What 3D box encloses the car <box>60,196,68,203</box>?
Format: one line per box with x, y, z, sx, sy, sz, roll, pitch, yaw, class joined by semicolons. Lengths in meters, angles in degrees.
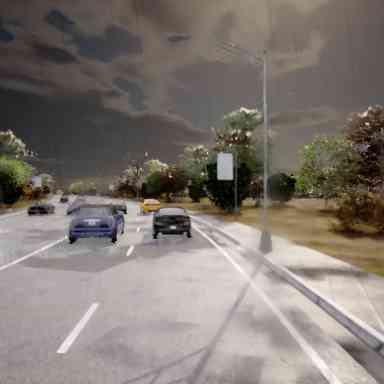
-27.994;1.630;72.888;1.895;1.301;4.718;0;0;-21;car

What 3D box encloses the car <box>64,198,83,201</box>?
-11.205;1.597;33.005;1.994;1.385;4.181;0;0;-13;car

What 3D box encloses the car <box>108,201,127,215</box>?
-7.974;1.631;35.443;1.895;1.301;4.718;0;0;-14;car

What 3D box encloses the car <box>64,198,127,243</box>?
-4.541;1.369;16.445;2.097;1.767;4.553;0;0;-6;car

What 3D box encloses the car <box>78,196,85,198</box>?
-23.792;1.578;71.699;1.812;1.442;4.674;0;0;-21;car

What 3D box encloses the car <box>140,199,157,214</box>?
-4.513;1.505;35.909;1.882;1.535;5.008;0;0;-14;car

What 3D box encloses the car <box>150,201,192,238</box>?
-1.166;1.489;17.837;1.882;1.535;5.008;0;0;-7;car

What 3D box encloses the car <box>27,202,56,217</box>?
-14.698;1.637;32.675;1.895;1.301;4.718;0;0;-13;car
